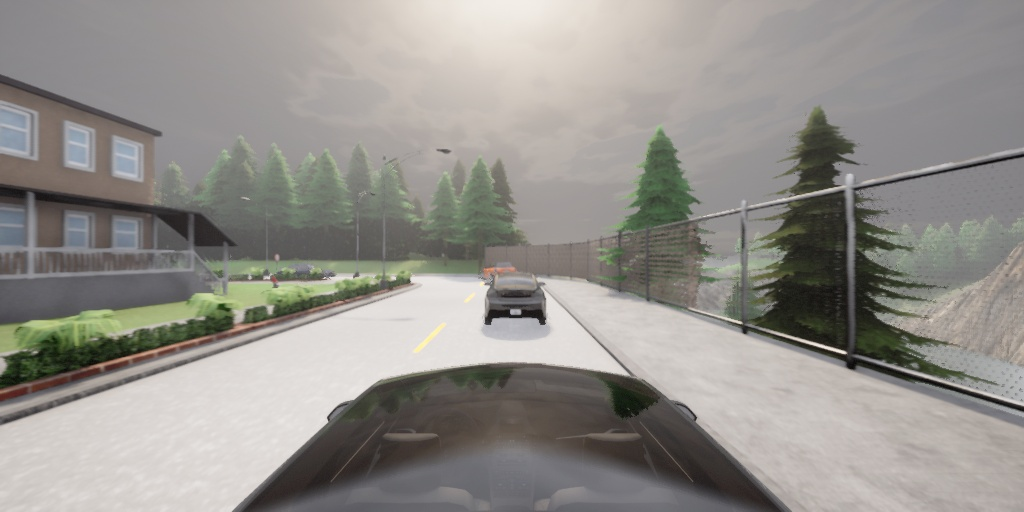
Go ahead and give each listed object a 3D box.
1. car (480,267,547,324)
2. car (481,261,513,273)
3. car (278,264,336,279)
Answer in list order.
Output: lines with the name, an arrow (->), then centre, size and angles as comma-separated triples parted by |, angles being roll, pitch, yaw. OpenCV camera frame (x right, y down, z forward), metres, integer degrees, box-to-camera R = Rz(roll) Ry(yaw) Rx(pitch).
car -> 0.100, 1.295, 12.188 | 1.837, 1.490, 4.892 | 0, 0, 0
car -> -1.136, 1.211, 29.427 | 2.097, 1.767, 4.553 | 0, 0, -18
car -> -18.175, 1.393, 31.851 | 4.674, 1.442, 1.812 | 0, 0, 0
